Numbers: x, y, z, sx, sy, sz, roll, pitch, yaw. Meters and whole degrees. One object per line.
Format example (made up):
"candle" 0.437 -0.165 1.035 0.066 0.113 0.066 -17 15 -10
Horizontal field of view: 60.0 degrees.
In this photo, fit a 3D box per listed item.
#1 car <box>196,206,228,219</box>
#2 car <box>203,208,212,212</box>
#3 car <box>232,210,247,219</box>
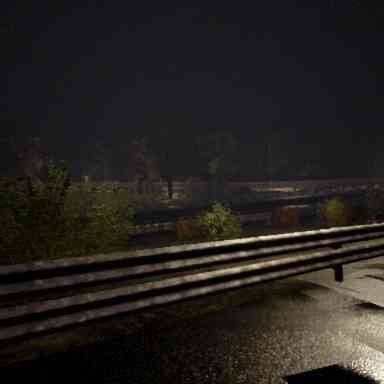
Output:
"car" 3.387 3.406 55.950 5.008 1.535 1.882 -4 2 -21
"car" 4.674 3.497 52.697 4.892 1.490 1.837 -4 2 -21
"car" 5.949 3.400 49.435 4.553 1.767 2.097 -4 2 -21
